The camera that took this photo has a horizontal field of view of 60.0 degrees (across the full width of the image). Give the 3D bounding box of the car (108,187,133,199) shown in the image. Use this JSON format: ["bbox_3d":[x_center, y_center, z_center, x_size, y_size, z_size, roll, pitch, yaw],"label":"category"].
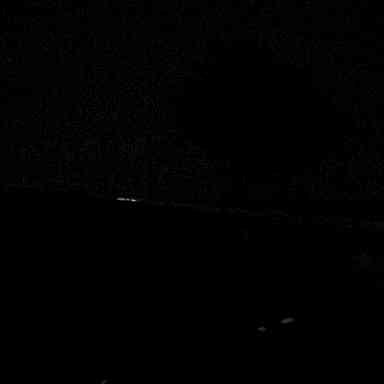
[{"bbox_3d":[-9.717,0.048,45.268,1.882,1.535,5.008,4,0,-35],"label":"car"}]
